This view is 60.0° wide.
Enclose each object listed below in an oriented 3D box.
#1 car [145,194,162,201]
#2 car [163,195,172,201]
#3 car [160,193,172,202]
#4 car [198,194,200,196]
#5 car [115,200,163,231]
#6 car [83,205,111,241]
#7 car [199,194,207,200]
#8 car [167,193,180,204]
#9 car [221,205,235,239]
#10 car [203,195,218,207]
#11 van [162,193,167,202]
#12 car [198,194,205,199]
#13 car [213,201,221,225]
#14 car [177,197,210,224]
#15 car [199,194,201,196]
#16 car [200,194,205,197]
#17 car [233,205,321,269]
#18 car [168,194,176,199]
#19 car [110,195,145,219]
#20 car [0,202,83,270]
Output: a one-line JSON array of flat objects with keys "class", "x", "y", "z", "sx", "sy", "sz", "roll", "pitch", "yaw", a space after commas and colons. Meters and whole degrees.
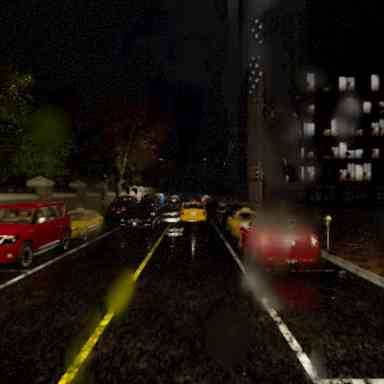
[{"class": "car", "x": -5.678, "y": 1.221, "z": 44.534, "sx": 2.192, "sy": 1.841, "sz": 5.009, "roll": 1, "pitch": 0, "yaw": 0}, {"class": "car", "x": -5.678, "y": 1.341, "z": 78.219, "sx": 1.887, "sy": 1.381, "sz": 4.507, "roll": 1, "pitch": 0, "yaw": 0}, {"class": "car", "x": -5.676, "y": 1.132, "z": 72.604, "sx": 2.192, "sy": 1.841, "sz": 5.009, "roll": 1, "pitch": 0, "yaw": 0}, {"class": "car", "x": 2.703, "y": 1.258, "z": 72.563, "sx": 1.967, "sy": 1.590, "sz": 4.097, "roll": 1, "pitch": 0, "yaw": 0}, {"class": "car", "x": -3.099, "y": 1.471, "z": 20.358, "sx": 1.837, "sy": 1.490, "sz": 4.892, "roll": 0, "pitch": 0, "yaw": 0}, {"class": "car", "x": -5.682, "y": 1.498, "z": 16.681, "sx": 1.752, "sy": 1.417, "sz": 4.829, "roll": 1, "pitch": 0, "yaw": 0}, {"class": "car", "x": 2.702, "y": 1.319, "z": 83.798, "sx": 1.887, "sy": 1.381, "sz": 4.507, "roll": 1, "pitch": 0, "yaw": 0}, {"class": "car", "x": -3.045, "y": 1.352, "z": 59.738, "sx": 2.128, "sy": 1.511, "sz": 4.902, "roll": 0, "pitch": 0, "yaw": 1}, {"class": "car", "x": 2.698, "y": 1.498, "z": 16.978, "sx": 1.752, "sy": 1.417, "sz": 4.829, "roll": 1, "pitch": 0, "yaw": 0}, {"class": "car", "x": 2.699, "y": 1.488, "z": 44.476, "sx": 1.802, "sy": 1.307, "sz": 4.206, "roll": 1, "pitch": 0, "yaw": 0}, {"class": "van", "x": -5.677, "y": 1.213, "z": 55.762, "sx": 1.690, "sy": 1.788, "sz": 3.998, "roll": 1, "pitch": 0, "yaw": 0}, {"class": "car", "x": 2.703, "y": 1.272, "z": 95.034, "sx": 1.887, "sy": 1.381, "sz": 4.507, "roll": 1, "pitch": 0, "yaw": 0}, {"class": "car", "x": 2.698, "y": 1.527, "z": 22.488, "sx": 1.947, "sy": 1.339, "sz": 4.313, "roll": 1, "pitch": 0, "yaw": 0}, {"class": "car", "x": 0.102, "y": 1.412, "z": 24.481, "sx": 1.801, "sy": 1.575, "sz": 5.366, "roll": 0, "pitch": 0, "yaw": 0}, {"class": "car", "x": 2.701, "y": 1.380, "z": 61.498, "sx": 1.752, "sy": 1.417, "sz": 4.829, "roll": 1, "pitch": 0, "yaw": 0}, {"class": "car", "x": 2.701, "y": 1.330, "z": 50.092, "sx": 1.967, "sy": 1.590, "sz": 4.097, "roll": 1, "pitch": 0, "yaw": 0}, {"class": "car", "x": 2.699, "y": 1.423, "z": 11.127, "sx": 1.967, "sy": 1.590, "sz": 4.097, "roll": 1, "pitch": 0, "yaw": 0}, {"class": "car", "x": -5.677, "y": 1.253, "z": 94.890, "sx": 1.752, "sy": 1.417, "sz": 4.829, "roll": 1, "pitch": 0, "yaw": 0}, {"class": "car", "x": -5.679, "y": 1.264, "z": 28.216, "sx": 2.192, "sy": 1.841, "sz": 5.009, "roll": 1, "pitch": 0, "yaw": 0}, {"class": "car", "x": -5.681, "y": 1.298, "z": 11.169, "sx": 2.192, "sy": 1.841, "sz": 5.009, "roll": 1, "pitch": 0, "yaw": 0}]
